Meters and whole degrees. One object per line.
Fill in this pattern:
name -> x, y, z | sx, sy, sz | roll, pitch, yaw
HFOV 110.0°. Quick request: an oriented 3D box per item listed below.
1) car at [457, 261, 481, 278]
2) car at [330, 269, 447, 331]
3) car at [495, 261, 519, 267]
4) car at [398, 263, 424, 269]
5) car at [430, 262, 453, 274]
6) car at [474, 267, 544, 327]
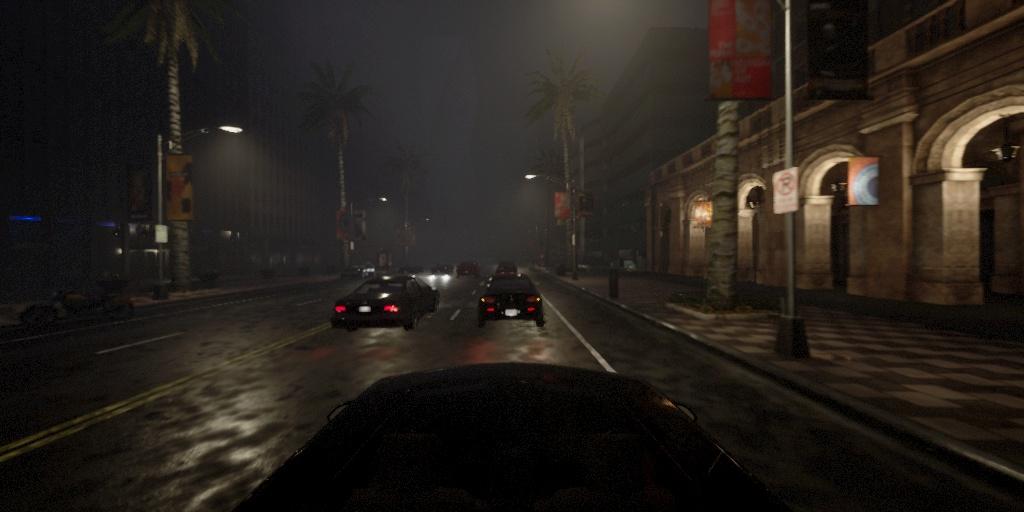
car -> -3.976, 1.204, 33.419 | 1.882, 1.535, 5.008 | -1, 0, -1
car -> -3.549, 1.313, 11.053 | 2.033, 1.411, 5.357 | -1, 0, -1
car -> -0.447, 1.201, 31.932 | 1.837, 1.490, 4.892 | -1, 0, -1
car -> -11.295, 1.383, 40.205 | 1.895, 1.301, 4.718 | -1, 0, -1
car -> -7.794, 1.351, 40.056 | 1.895, 1.301, 4.718 | -1, 0, -1
car -> -0.071, 1.258, 11.356 | 1.812, 1.442, 4.674 | -1, 0, -1
